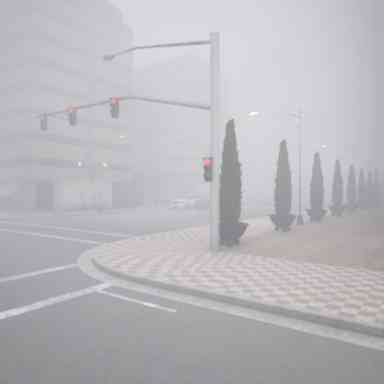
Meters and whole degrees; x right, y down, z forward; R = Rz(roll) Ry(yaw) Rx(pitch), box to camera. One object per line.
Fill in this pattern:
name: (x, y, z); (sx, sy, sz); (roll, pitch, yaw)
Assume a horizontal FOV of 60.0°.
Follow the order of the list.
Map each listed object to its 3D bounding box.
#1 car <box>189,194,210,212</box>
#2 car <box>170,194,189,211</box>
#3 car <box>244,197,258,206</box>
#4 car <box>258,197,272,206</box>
car: (2.436, 1.243, 40.000); (2.150, 2.045, 5.566); (0, 0, 35)
car: (-0.426, 1.238, 42.016); (2.150, 2.045, 5.566); (0, 0, 35)
car: (10.325, 1.630, 57.133); (2.033, 1.411, 5.357); (0, 0, 35)
car: (13.188, 1.542, 55.120); (1.882, 1.535, 5.008); (0, 0, 35)
